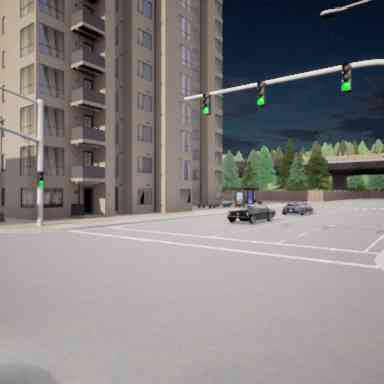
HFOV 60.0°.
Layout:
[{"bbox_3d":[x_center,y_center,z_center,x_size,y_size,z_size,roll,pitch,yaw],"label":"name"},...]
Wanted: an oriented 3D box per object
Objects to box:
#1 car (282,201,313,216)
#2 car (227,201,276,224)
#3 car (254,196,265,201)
[{"bbox_3d":[10.431,1.562,32.789,1.994,1.385,4.181,0,0,36],"label":"car"},{"bbox_3d":[4.455,1.599,24.676,1.895,1.301,4.718,0,0,36],"label":"car"},{"bbox_3d":[11.189,1.432,61.984,4.902,1.511,2.128,0,0,37],"label":"car"}]
